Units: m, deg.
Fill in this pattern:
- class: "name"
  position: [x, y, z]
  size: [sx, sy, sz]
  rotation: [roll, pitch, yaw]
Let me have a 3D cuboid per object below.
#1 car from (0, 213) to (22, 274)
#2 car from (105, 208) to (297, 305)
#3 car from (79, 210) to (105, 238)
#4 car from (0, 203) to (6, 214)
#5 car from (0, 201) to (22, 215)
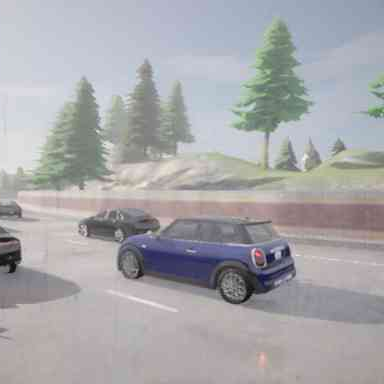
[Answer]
- class: "car"
  position: [-6.610, 1.491, 9.445]
  size: [4.902, 1.511, 2.128]
  rotation: [0, 0, 40]
- class: "car"
  position: [0.161, 1.371, 8.433]
  size: [4.553, 1.767, 2.097]
  rotation: [0, 0, 37]
- class: "car"
  position: [-3.627, 1.527, 16.117]
  size: [4.892, 1.490, 1.837]
  rotation: [0, 0, 41]
- class: "car"
  position: [-13.707, 1.548, 20.843]
  size: [2.033, 1.411, 5.357]
  rotation: [0, 0, -44]
- class: "car"
  position: [-16.210, 1.500, 28.833]
  size: [2.128, 1.511, 4.902]
  rotation: [0, 0, -41]
